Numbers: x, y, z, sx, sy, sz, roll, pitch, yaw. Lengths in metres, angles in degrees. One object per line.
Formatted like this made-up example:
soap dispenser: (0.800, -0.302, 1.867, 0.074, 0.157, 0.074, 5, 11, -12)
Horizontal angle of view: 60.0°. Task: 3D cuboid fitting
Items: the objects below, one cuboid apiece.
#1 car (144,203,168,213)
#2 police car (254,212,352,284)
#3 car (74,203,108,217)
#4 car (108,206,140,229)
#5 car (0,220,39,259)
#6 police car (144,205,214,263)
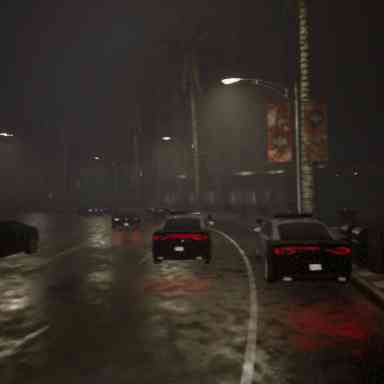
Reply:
car: (-2.901, 1.744, 28.937, 2.128, 1.511, 4.902, -1, 0, -21)
police car: (2.927, 1.420, 9.726, 1.930, 1.638, 5.238, -1, 0, 6)
car: (-11.840, 2.061, 38.008, 2.033, 1.411, 5.357, -1, 0, -36)
car: (-4.884, 1.867, 24.141, 1.895, 1.301, 4.718, -1, 0, -14)
car: (-7.272, 1.770, 12.001, 1.812, 1.442, 4.674, -1, 0, 2)
police car: (-0.222, 1.511, 12.532, 1.930, 1.638, 5.238, -1, 0, 4)
